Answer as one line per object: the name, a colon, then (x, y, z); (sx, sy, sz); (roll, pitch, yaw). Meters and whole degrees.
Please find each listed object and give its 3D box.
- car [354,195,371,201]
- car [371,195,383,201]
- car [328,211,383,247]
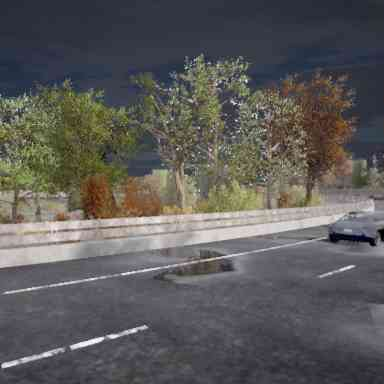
car: (40.241, 1.507, 80.038); (2.033, 1.411, 5.357); (0, 0, 4)
car: (43.718, 1.463, 79.639); (1.837, 1.490, 4.892); (0, 0, 4)
car: (7.922, 1.570, 15.180); (4.181, 1.385, 1.994); (0, 0, -44)
